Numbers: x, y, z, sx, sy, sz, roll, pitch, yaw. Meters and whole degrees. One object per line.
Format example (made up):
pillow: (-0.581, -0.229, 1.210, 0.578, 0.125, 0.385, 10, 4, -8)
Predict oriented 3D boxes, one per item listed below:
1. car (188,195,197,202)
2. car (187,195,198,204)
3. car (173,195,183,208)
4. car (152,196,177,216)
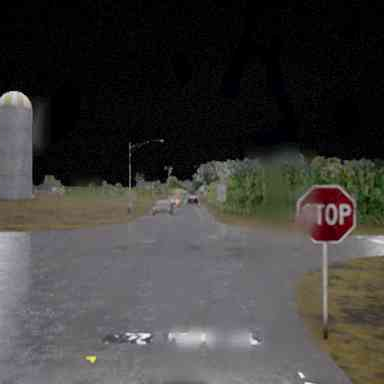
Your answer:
car: (0.155, 1.303, 71.643, 1.994, 1.385, 4.181, 0, 0, 0)
car: (0.132, 1.413, 61.219, 1.882, 1.535, 5.008, 0, 0, 0)
car: (-2.735, 1.311, 47.724, 2.097, 1.767, 4.553, 0, 0, 0)
car: (-2.778, 1.481, 32.692, 1.837, 1.490, 4.892, 0, 0, 0)
